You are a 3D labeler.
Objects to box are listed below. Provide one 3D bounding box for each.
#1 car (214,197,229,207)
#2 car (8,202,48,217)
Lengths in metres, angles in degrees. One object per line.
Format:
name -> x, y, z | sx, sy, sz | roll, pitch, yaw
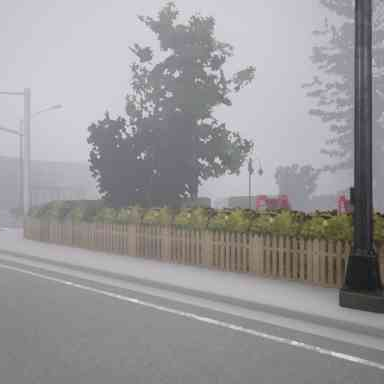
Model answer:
car -> 5.302, 1.491, 51.160 | 2.128, 1.511, 4.902 | 0, 0, 36
car -> -13.989, 1.601, 30.301 | 1.895, 1.301, 4.718 | 0, 0, 35
